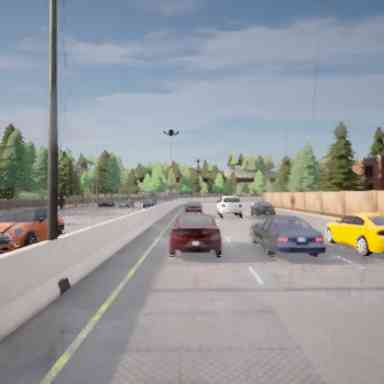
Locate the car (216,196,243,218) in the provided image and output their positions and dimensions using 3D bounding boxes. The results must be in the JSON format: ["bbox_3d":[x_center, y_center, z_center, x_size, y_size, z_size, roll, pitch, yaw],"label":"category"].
[{"bbox_3d":[3.679,1.447,33.146,2.150,2.045,5.566,0,0,0],"label":"car"}]

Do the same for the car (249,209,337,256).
[{"bbox_3d":[3.629,1.643,13.494,2.033,1.411,5.357,0,0,0],"label":"car"}]

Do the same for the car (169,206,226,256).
[{"bbox_3d":[0.127,1.568,13.537,1.882,1.535,5.008,0,0,0],"label":"car"}]

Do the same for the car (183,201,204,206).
[{"bbox_3d":[0.180,1.732,34.124,1.837,1.490,4.892,0,0,0],"label":"car"}]

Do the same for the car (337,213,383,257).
[{"bbox_3d":[7.127,1.577,13.516,1.882,1.535,5.008,0,0,0],"label":"car"}]

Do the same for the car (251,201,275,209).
[{"bbox_3d":[7.180,1.740,33.998,1.837,1.490,4.892,0,0,0],"label":"car"}]
